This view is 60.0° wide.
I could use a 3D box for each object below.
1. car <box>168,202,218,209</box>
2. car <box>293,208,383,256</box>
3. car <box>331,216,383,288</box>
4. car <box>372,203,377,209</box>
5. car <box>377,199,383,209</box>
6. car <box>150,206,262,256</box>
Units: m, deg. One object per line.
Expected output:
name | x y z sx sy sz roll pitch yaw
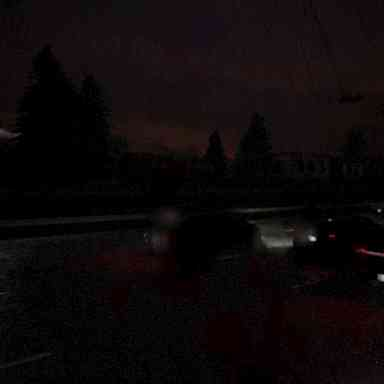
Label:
car | 0.627 1.283 17.093 4.553 1.767 2.097 0 0 -36
car | 5.565 1.488 12.018 4.181 1.385 1.994 0 0 -36
car | 5.698 1.431 7.813 4.902 1.511 2.128 0 0 -36
car | 17.549 1.317 29.184 4.674 1.442 1.812 0 0 -36
car | 15.340 1.304 23.292 5.008 1.535 1.882 0 0 -36
car | 0.631 1.473 12.795 4.674 1.442 1.812 0 0 -36
